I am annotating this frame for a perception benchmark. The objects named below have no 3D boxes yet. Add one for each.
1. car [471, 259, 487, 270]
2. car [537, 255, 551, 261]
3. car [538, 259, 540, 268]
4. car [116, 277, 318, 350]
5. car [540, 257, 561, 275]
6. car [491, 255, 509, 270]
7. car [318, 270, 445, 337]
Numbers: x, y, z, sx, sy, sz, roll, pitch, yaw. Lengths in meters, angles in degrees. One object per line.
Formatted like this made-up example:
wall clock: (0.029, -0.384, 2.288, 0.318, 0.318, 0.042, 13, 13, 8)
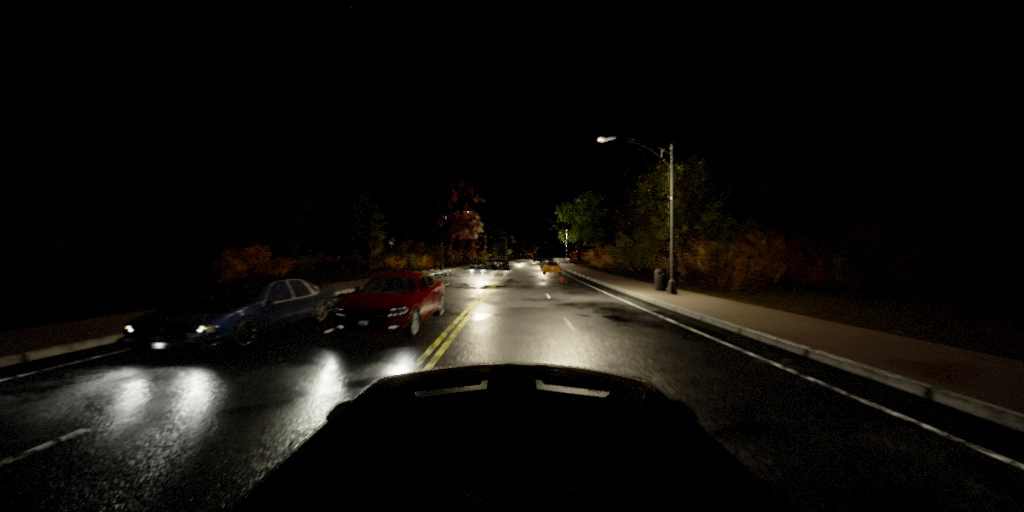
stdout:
car: (-4.756, 1.196, 52.057, 1.837, 1.490, 4.892, 0, 0, 5)
car: (5.626, 0.919, 59.534, 2.150, 2.045, 5.566, 0, 0, 5)
car: (4.812, 1.317, 48.640, 1.895, 1.301, 4.718, 0, 0, 4)
car: (-6.551, 1.281, 9.328, 2.033, 1.411, 5.357, 0, 0, 0)
car: (4.176, 1.189, 37.895, 1.801, 1.575, 5.366, 0, 0, 3)
car: (-1.608, 0.917, 50.700, 2.150, 2.045, 5.566, 0, 0, 4)
car: (-3.276, 1.219, 10.468, 1.882, 1.535, 5.008, 0, 0, 1)
